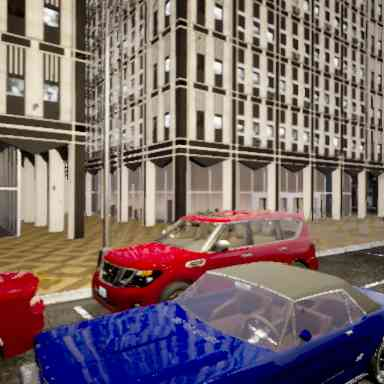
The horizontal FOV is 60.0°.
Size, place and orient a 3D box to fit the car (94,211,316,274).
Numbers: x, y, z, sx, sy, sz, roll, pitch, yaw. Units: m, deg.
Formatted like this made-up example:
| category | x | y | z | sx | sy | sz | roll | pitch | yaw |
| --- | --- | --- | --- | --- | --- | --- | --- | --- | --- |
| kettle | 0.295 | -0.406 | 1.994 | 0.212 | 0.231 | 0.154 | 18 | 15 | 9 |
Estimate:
| category | x | y | z | sx | sy | sz | roll | pitch | yaw |
| --- | --- | --- | --- | --- | --- | --- | --- | --- | --- |
| car | 0.571 | 1.356 | 6.975 | 5.009 | 1.841 | 2.192 | 1 | -1 | -36 |

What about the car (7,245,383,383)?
| category | x | y | z | sx | sy | sz | roll | pitch | yaw |
| --- | --- | --- | --- | --- | --- | --- | --- | --- | --- |
| car | 0.683 | 1.626 | 3.869 | 4.718 | 1.301 | 1.895 | 1 | 0 | -36 |

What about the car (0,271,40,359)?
| category | x | y | z | sx | sy | sz | roll | pitch | yaw |
| --- | --- | --- | --- | --- | --- | --- | --- | --- | --- |
| car | -4.068 | 1.532 | 3.661 | 4.507 | 1.381 | 1.887 | 1 | -1 | -36 |
